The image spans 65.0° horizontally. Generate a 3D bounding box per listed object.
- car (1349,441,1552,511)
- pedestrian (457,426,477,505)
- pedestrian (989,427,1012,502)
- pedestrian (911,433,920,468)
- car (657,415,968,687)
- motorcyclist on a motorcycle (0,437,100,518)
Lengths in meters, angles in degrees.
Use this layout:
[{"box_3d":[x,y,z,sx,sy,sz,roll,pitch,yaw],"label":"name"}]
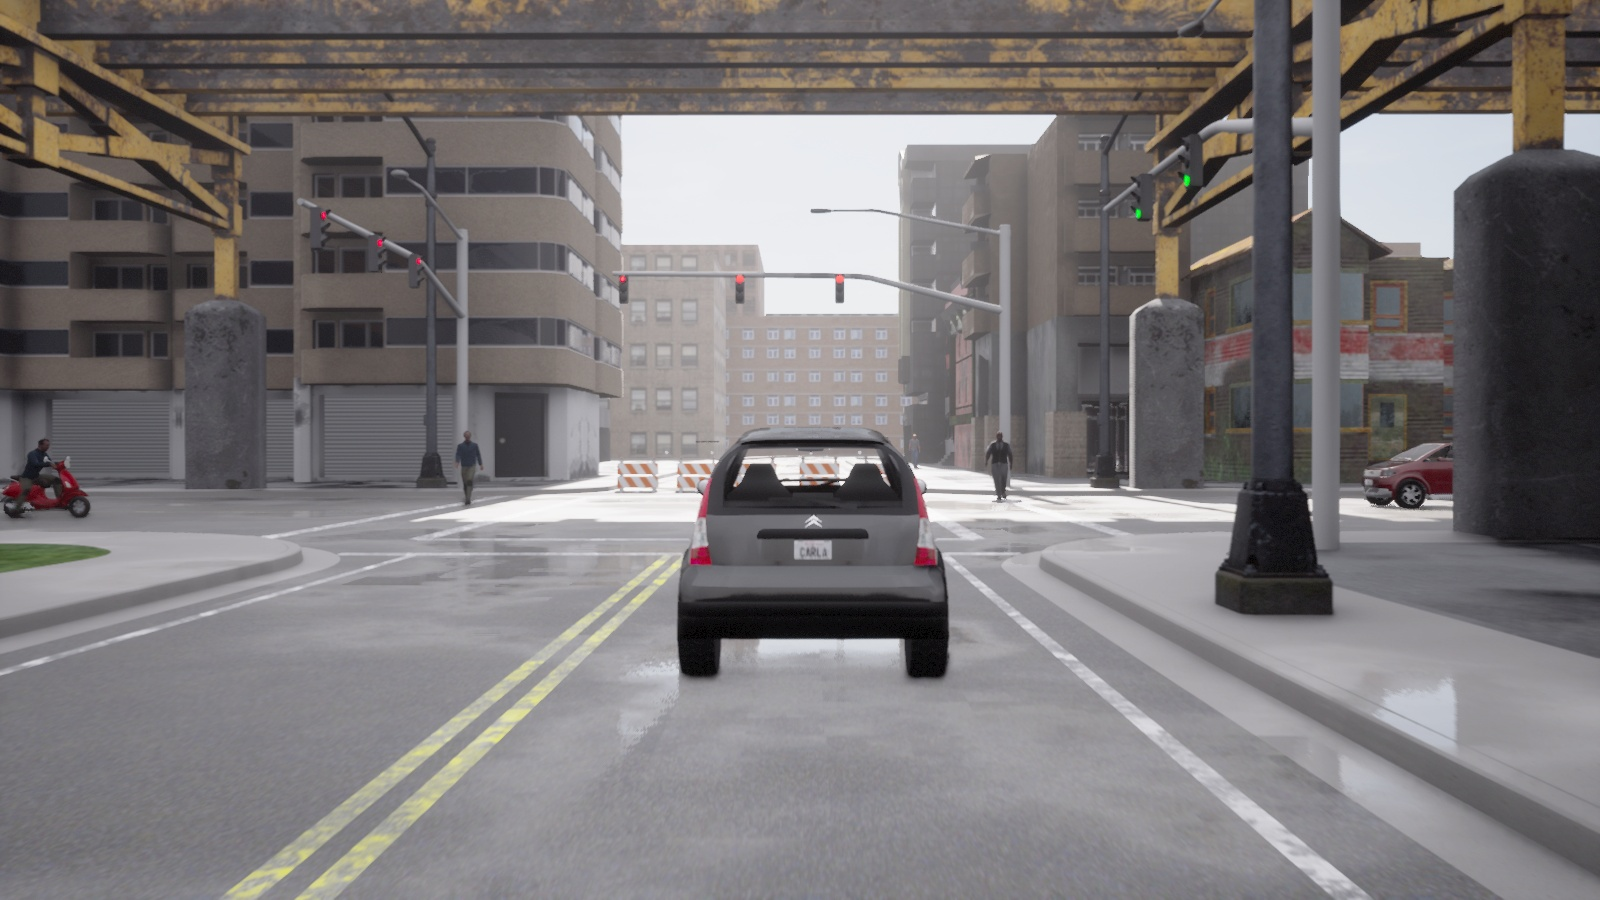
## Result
[{"box_3d":[14.749,0.572,28.620,3.705,1.549,1.789,0,0,0],"label":"car"},{"box_3d":[-7.936,0.366,29.914,0.402,1.842,0.726,0,0,-10],"label":"pedestrian"},{"box_3d":[5.119,0.368,32.071,0.563,1.883,0.849,0,0,11],"label":"pedestrian"},{"box_3d":[6.052,0.037,65.728,0.354,1.836,0.706,0,0,-7],"label":"pedestrian"},{"box_3d":[0.088,0.590,9.457,1.851,1.617,3.988,0,0,0],"label":"car"},{"box_3d":[-15.200,0.542,25.219,1.817,1.590,0.866,0,0,0],"label":"motorcyclist on a motorcycle"}]
